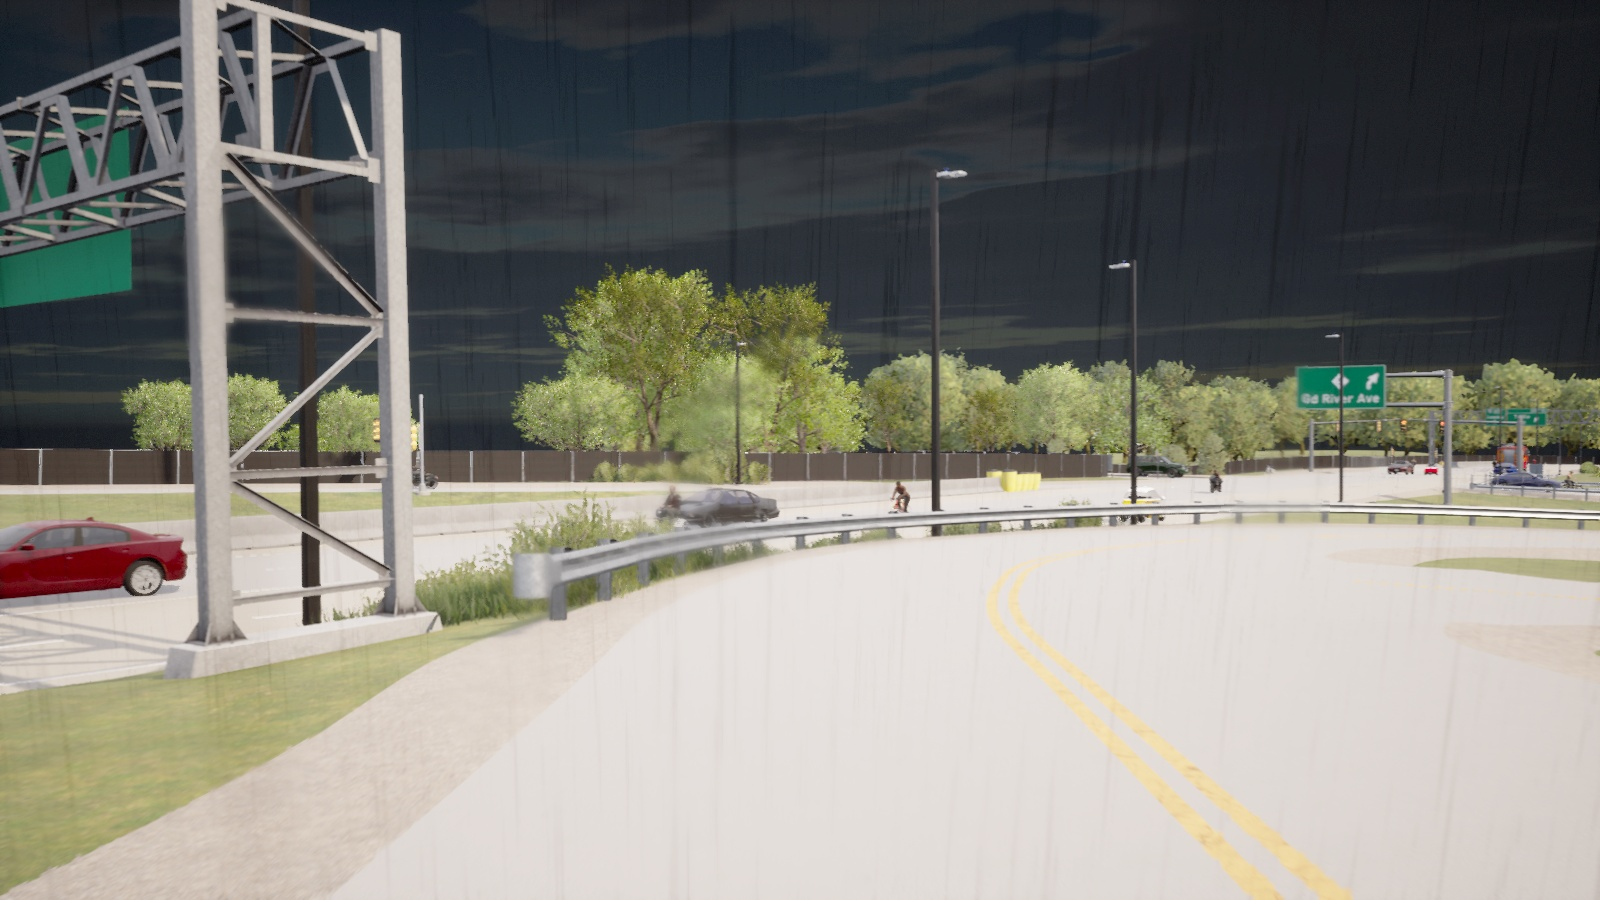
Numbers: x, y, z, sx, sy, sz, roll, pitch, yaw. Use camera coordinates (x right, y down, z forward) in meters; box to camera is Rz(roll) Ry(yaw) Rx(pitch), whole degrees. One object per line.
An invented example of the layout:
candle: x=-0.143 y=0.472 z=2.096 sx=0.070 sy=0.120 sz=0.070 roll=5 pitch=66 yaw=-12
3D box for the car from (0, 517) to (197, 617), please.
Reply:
car: x=-14.294 y=2.184 z=23.645 sx=1.882 sy=1.535 sz=5.008 roll=0 pitch=0 yaw=36

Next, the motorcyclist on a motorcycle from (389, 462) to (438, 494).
motorcyclist on a motorcycle: x=-20.465 y=1.472 z=66.460 sx=2.350 sy=1.649 sz=0.766 roll=0 pitch=1 yaw=-27

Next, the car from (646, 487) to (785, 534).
car: x=-2.965 y=2.128 z=45.280 sx=2.033 sy=1.411 sz=5.357 roll=0 pitch=0 yaw=36

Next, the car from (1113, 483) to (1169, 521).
car: x=13.700 y=2.064 z=50.403 sx=1.481 sy=1.376 sz=2.207 roll=0 pitch=1 yaw=36

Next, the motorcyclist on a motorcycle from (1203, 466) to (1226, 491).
motorcyclist on a motorcycle: x=26.335 y=1.796 z=79.814 sx=0.797 sy=1.523 sz=2.044 roll=0 pitch=0 yaw=36
